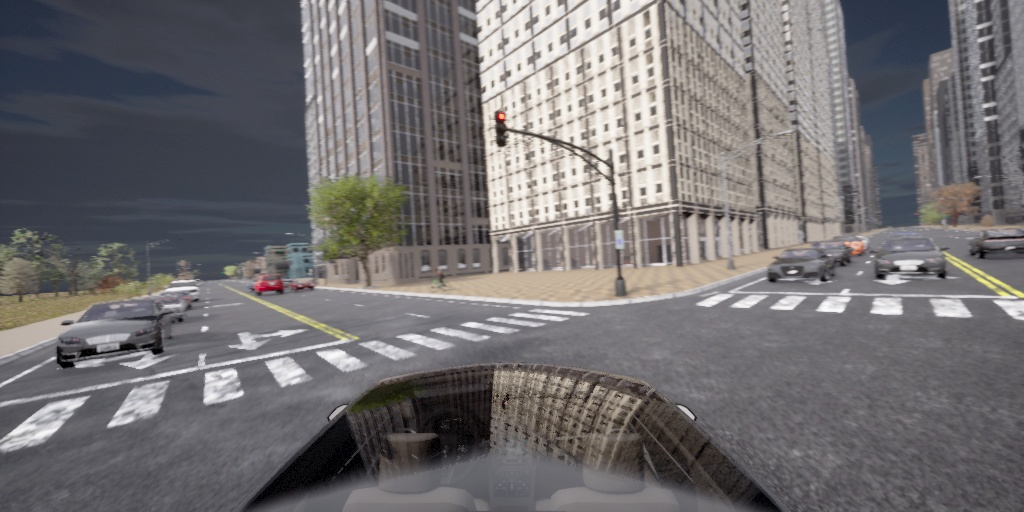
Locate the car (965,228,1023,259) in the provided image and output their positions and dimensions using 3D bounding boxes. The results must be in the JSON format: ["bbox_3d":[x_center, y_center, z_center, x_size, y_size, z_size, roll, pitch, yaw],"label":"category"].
[{"bbox_3d":[26.002,-0.707,19.124,4.902,1.511,2.128,-4,0,-43],"label":"car"}]

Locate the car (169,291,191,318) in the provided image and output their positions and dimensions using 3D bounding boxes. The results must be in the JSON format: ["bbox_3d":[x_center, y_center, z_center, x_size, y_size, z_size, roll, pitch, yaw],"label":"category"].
[{"bbox_3d":[-17.311,2.641,17.621,1.895,1.301,4.718,-3,-1,-41],"label":"car"}]

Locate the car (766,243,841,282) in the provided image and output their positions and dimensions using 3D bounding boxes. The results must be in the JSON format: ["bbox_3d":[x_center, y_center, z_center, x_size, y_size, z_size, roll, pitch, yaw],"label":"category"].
[{"bbox_3d":[13.017,0.361,16.136,4.181,1.385,1.994,-4,0,-42],"label":"car"}]

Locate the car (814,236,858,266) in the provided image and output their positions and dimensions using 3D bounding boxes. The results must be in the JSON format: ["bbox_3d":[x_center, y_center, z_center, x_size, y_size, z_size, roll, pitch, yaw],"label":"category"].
[{"bbox_3d":[19.471,-0.195,22.118,4.902,1.511,2.128,-4,0,-43],"label":"car"}]

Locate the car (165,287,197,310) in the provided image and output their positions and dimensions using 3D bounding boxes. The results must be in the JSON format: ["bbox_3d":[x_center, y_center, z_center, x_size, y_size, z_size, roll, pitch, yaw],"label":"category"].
[{"bbox_3d":[-23.692,3.141,25.195,1.895,1.301,4.718,-3,-1,-40],"label":"car"}]

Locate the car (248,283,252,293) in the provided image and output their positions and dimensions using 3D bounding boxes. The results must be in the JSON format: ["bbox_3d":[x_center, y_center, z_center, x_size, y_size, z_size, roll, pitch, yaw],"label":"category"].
[{"bbox_3d":[-32.438,3.940,45.794,1.895,1.301,4.718,-3,-1,-40],"label":"car"}]

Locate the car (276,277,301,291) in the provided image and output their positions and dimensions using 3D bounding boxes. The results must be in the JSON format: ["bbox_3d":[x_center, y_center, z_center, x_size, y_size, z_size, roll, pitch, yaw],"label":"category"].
[{"bbox_3d":[-29.842,3.685,47.743,2.128,1.511,4.902,-3,-1,-40],"label":"car"}]

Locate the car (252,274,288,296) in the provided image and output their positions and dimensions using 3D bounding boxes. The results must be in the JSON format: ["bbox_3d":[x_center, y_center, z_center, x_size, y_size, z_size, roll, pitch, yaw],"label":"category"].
[{"bbox_3d":[-25.354,3.007,37.431,2.150,2.045,5.566,-3,-1,-39],"label":"car"}]

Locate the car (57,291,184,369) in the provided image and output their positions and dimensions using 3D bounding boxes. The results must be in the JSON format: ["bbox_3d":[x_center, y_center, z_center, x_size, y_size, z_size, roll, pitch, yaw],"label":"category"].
[{"bbox_3d":[-11.350,2.064,10.540,2.128,1.511,4.902,-3,-1,-40],"label":"car"}]

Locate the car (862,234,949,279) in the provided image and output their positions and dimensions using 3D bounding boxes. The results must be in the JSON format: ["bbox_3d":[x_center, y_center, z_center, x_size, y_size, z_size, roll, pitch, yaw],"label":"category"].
[{"bbox_3d":[16.216,0.038,14.679,4.902,1.511,2.128,-4,0,-42],"label":"car"}]

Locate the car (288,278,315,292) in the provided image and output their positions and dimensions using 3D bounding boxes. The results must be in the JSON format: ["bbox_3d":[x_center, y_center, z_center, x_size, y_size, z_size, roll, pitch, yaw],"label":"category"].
[{"bbox_3d":[-23.773,3.320,40.579,1.895,1.301,4.718,-3,-1,-40],"label":"car"}]

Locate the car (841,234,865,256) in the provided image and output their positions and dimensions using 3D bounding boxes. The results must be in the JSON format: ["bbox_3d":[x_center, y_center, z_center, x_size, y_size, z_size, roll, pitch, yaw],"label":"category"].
[{"bbox_3d":[26.881,-0.892,28.967,4.553,1.767,2.097,-4,0,-43],"label":"car"}]

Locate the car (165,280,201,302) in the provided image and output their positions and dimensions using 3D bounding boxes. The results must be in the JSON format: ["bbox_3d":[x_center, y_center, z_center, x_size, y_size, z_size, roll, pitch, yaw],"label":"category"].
[{"bbox_3d":[-30.576,3.299,33.393,2.150,2.045,5.566,-3,-1,-40],"label":"car"}]

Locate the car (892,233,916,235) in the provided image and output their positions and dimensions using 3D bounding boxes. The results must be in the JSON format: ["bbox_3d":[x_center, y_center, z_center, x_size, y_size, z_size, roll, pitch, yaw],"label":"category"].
[{"bbox_3d":[23.306,-0.480,21.237,4.892,1.490,1.837,-4,0,-42],"label":"car"}]

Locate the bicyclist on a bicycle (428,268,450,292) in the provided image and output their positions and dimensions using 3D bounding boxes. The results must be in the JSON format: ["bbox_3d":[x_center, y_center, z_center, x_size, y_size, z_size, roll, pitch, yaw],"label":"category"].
[{"bbox_3d":[-4.935,1.613,24.230,1.656,1.620,0.582,-2,-1,-40],"label":"bicyclist on a bicycle"}]
